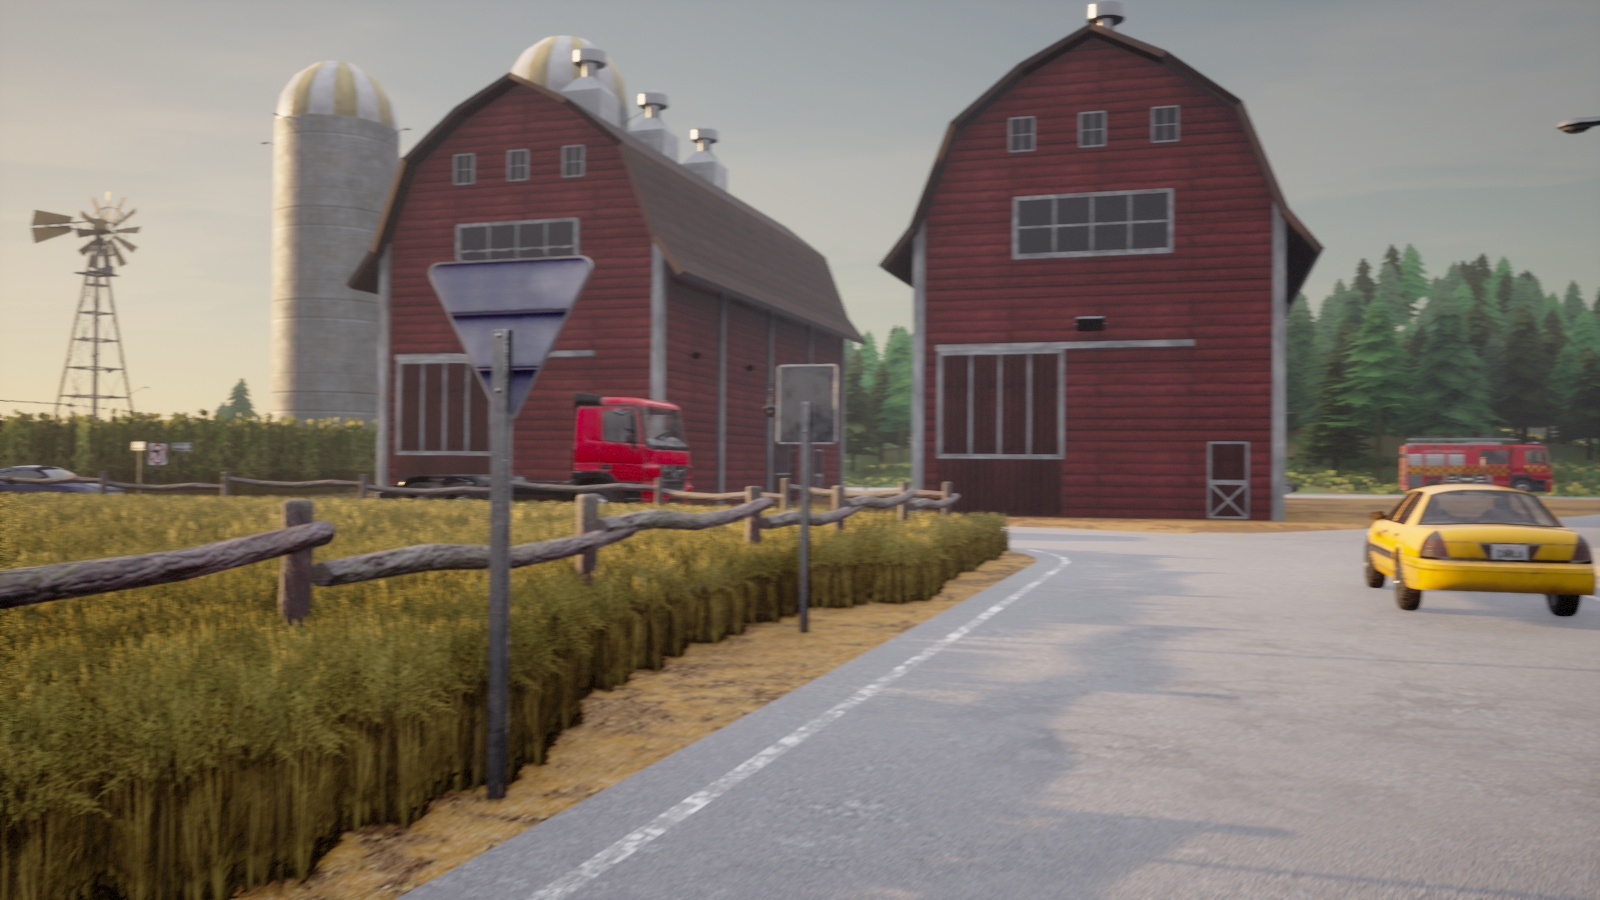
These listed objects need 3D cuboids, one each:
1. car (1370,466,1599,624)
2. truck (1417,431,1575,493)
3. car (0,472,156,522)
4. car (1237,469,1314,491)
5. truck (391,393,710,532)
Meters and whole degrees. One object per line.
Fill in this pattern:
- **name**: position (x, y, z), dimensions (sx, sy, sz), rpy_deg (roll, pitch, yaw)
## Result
- **car**: position (8.237, 0.995, 15.292), dimensions (1.801, 1.575, 5.366), rpy_deg (0, -1, 18)
- **truck**: position (44.481, 0.795, 80.591), dimensions (8.468, 3.827, 2.891), rpy_deg (0, -1, 19)
- **car**: position (-22.187, 1.388, 37.866), dimensions (4.674, 1.442, 1.812), rpy_deg (0, -1, 5)
- **car**: position (32.077, 2.009, 84.834), dimensions (4.792, 1.488, 2.163), rpy_deg (0, -1, 19)
- **truck**: position (-6.651, 0.336, 33.701), dimensions (7.936, 3.462, 2.891), rpy_deg (0, -1, 15)
